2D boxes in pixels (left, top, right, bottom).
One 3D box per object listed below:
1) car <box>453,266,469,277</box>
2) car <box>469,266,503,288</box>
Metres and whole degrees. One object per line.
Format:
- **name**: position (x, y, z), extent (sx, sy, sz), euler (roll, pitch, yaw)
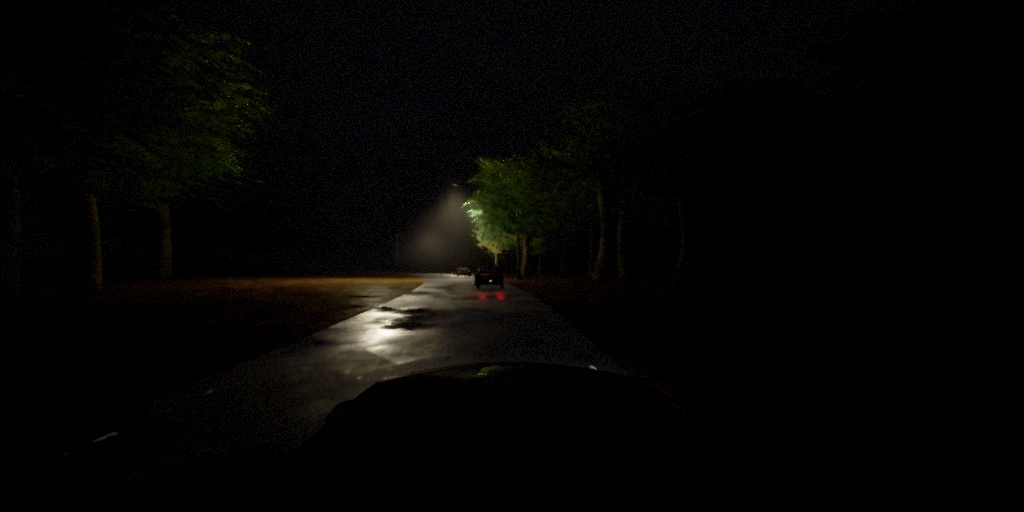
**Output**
- **car**: position (-7.115, 2.180, 50.738), extent (2.033, 1.411, 5.357), euler (-1, -1, -17)
- **car**: position (-1.746, 1.466, 25.816), extent (2.128, 1.511, 4.902), euler (0, -1, -8)
